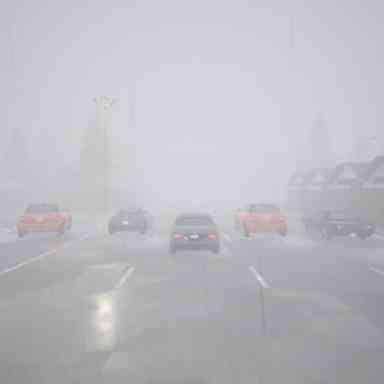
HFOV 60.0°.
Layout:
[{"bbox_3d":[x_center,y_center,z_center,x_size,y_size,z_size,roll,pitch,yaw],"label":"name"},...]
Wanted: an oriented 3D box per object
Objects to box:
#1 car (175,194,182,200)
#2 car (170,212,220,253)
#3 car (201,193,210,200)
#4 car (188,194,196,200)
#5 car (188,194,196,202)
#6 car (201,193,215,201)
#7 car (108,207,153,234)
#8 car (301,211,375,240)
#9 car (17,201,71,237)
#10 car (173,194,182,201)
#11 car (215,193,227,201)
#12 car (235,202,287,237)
[{"bbox_3d":[-3.508,1.280,87.023,1.812,1.442,4.674,0,0,0],"label":"car"},{"bbox_3d":[0.092,1.533,13.548,2.033,1.411,5.357,0,0,0],"label":"car"},{"bbox_3d":[3.492,1.111,86.994,2.097,1.767,4.553,0,0,0],"label":"car"},{"bbox_3d":[-0.008,1.234,87.023,1.882,1.535,5.008,0,0,0],"label":"car"},{"bbox_3d":[-0.007,1.447,76.605,2.033,1.411,5.357,0,0,0],"label":"car"},{"bbox_3d":[3.493,1.263,76.990,2.097,1.767,4.553,0,0,0],"label":"car"},{"bbox_3d":[-3.405,1.543,19.077,1.994,1.385,4.181,0,0,0],"label":"car"},{"bbox_3d":[7.095,1.583,16.842,1.895,1.301,4.718,0,0,0],"label":"car"},{"bbox_3d":[-7.853,1.333,18.058,2.097,1.767,4.553,0,0,-15],"label":"car"},{"bbox_3d":[-3.507,1.447,76.604,2.033,1.411,5.357,0,0,0],"label":"car"},{"bbox_3d":[6.993,1.468,78.082,1.994,1.385,4.181,0,0,0],"label":"car"},{"bbox_3d":[3.594,1.333,18.177,2.097,1.767,4.553,0,0,0],"label":"car"}]
